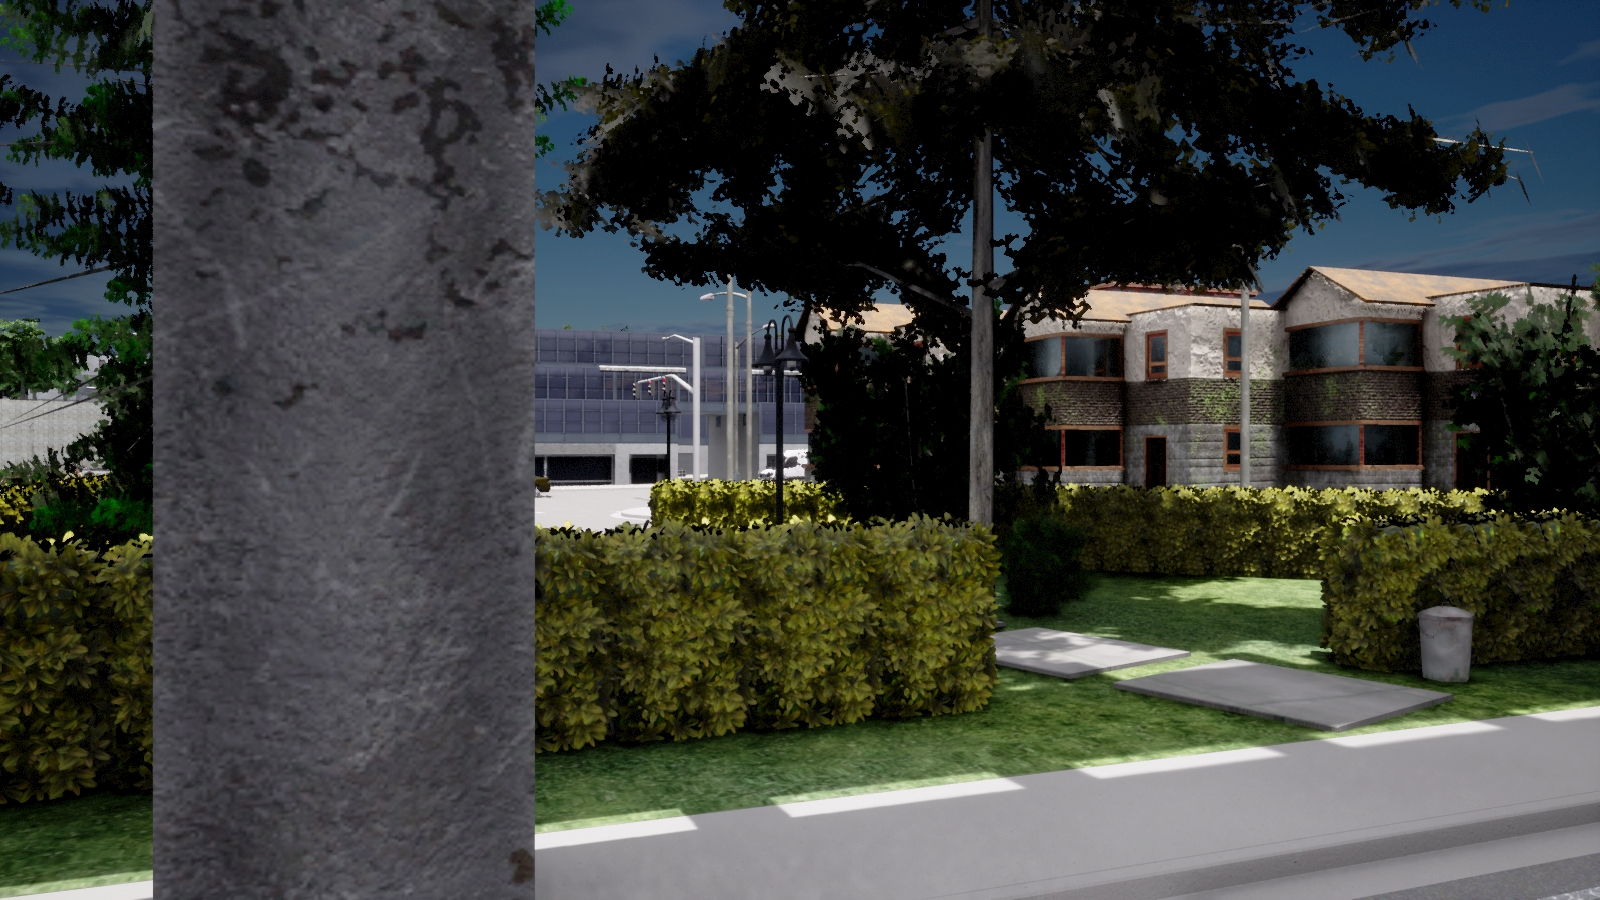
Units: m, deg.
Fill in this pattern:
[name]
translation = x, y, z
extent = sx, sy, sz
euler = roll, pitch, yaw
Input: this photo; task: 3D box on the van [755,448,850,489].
[van]
translation = 0.164, 1.193, 76.174
extent = 5.915, 2.561, 1.988
euler = -2, 1, -22
